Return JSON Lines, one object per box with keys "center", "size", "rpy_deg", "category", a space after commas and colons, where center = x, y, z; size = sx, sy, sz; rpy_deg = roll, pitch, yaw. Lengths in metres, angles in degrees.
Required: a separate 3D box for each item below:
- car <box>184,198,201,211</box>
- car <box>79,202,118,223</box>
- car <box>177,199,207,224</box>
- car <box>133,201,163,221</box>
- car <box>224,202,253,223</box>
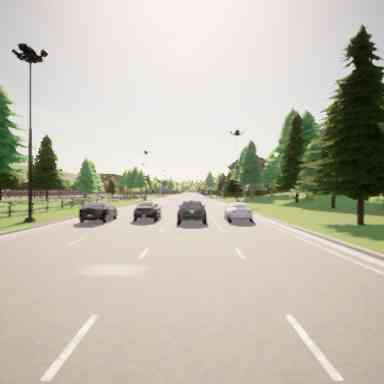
{"center": [0.059, 1.536, 41.749], "size": [1.994, 1.385, 4.181], "rpy_deg": [0, 0, 0], "category": "car"}
{"center": [-6.984, 1.459, 25.218], "size": [1.882, 1.535, 5.008], "rpy_deg": [0, 0, 0], "category": "car"}
{"center": [0.006, 1.335, 24.335], "size": [2.097, 1.767, 4.553], "rpy_deg": [0, 0, 0], "category": "car"}
{"center": [-3.470, 1.487, 26.576], "size": [1.837, 1.490, 4.892], "rpy_deg": [0, 0, 1], "category": "car"}
{"center": [3.516, 1.508, 25.561], "size": [1.812, 1.442, 4.674], "rpy_deg": [0, 0, 0], "category": "car"}
